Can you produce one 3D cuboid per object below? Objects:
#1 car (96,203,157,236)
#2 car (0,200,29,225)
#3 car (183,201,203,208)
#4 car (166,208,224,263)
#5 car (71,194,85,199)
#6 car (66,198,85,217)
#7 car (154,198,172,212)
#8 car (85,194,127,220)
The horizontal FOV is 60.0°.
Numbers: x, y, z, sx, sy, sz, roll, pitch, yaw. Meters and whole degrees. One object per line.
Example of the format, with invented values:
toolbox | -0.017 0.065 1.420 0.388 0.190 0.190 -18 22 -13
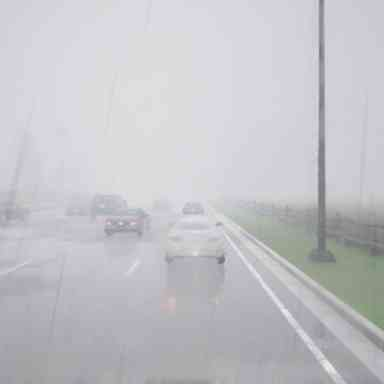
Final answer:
car | -3.398 1.554 18.371 2.033 1.411 5.357 0 0 0
car | -13.898 1.360 24.435 2.097 1.767 4.553 0 0 -1
car | 0.103 1.576 32.078 1.994 1.385 4.181 0 0 0
car | 0.100 1.530 11.866 1.812 1.442 4.674 0 0 0
car | -13.946 1.239 42.881 2.150 2.045 5.566 0 0 0
car | -10.397 1.576 31.637 1.994 1.385 4.181 0 0 0
car | -3.480 1.521 39.516 1.837 1.490 4.892 0 1 0
car | -6.898 1.230 28.096 2.150 2.045 5.566 0 0 0
